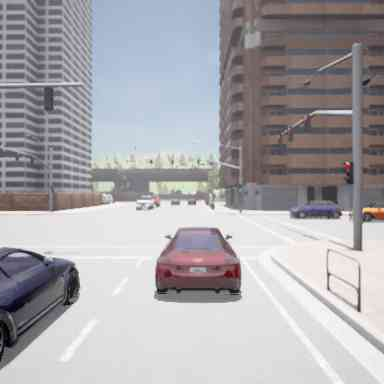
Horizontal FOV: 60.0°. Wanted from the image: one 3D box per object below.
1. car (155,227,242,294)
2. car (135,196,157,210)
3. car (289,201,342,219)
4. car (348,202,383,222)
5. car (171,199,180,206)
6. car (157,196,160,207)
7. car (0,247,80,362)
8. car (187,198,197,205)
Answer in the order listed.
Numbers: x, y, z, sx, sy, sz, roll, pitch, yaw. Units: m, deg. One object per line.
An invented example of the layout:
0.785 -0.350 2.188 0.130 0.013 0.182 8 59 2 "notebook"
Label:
0.178 1.641 9.062 1.994 1.385 4.181 0 0 1 "car"
-7.082 1.639 50.268 2.150 2.045 5.566 0 0 0 "car"
11.550 1.613 31.322 4.553 1.767 2.097 0 0 2 "car"
15.524 1.583 27.740 4.553 1.767 2.097 0 0 0 "car"
-3.450 2.124 70.052 2.033 1.411 5.357 0 0 0 "car"
-7.044 1.725 60.688 2.150 2.045 5.566 0 0 1 "car"
-3.422 1.612 5.562 1.994 1.385 4.181 0 0 0 "car"
0.018 2.119 71.513 2.128 1.511 4.902 0 0 0 "car"
